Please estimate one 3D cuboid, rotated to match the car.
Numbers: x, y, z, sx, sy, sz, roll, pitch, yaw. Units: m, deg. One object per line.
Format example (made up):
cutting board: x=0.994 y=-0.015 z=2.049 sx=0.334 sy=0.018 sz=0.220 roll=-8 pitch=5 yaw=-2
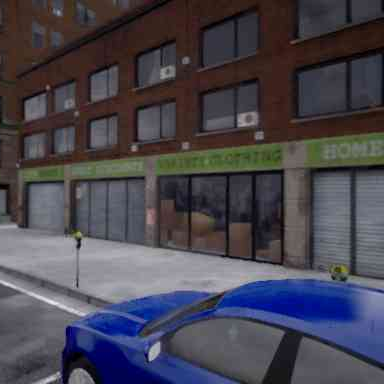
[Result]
car: x=0.810 y=1.521 z=2.799 sx=5.008 sy=1.535 sz=1.882 roll=0 pitch=-1 yaw=40
